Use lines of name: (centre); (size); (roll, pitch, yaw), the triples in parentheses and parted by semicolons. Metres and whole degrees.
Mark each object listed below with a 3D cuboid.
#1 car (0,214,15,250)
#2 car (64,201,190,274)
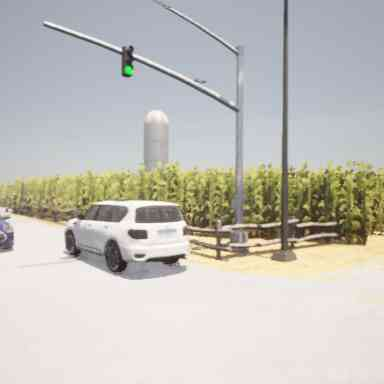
car: (-8.826, 1.379, 13.711); (2.097, 1.767, 4.553); (1, -1, -38)
car: (-2.390, 1.298, 11.182); (2.150, 2.045, 5.566); (1, -1, -40)
